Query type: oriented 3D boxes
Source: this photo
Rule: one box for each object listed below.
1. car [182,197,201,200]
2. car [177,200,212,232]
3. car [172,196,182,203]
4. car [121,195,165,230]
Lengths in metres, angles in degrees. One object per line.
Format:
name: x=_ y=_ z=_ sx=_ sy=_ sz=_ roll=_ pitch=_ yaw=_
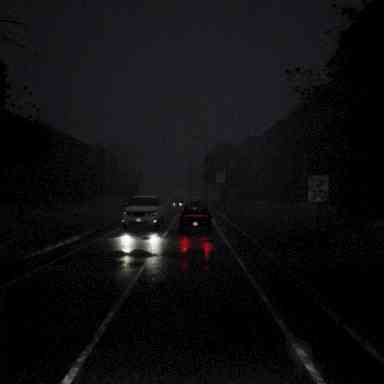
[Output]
car: x=0.279 y=1.467 z=36.926 sx=2.128 sy=1.511 sz=4.902 roll=0 pitch=0 yaw=0
car: x=0.197 y=1.482 z=20.233 sx=2.128 sy=1.511 sz=4.902 roll=0 pitch=0 yaw=0
car: x=-2.717 y=1.381 z=63.108 sx=1.994 sy=1.385 sz=4.181 roll=0 pitch=1 yaw=1
car: x=-2.998 y=1.211 z=21.486 sx=2.150 sy=2.045 sz=5.566 roll=0 pitch=0 yaw=0
